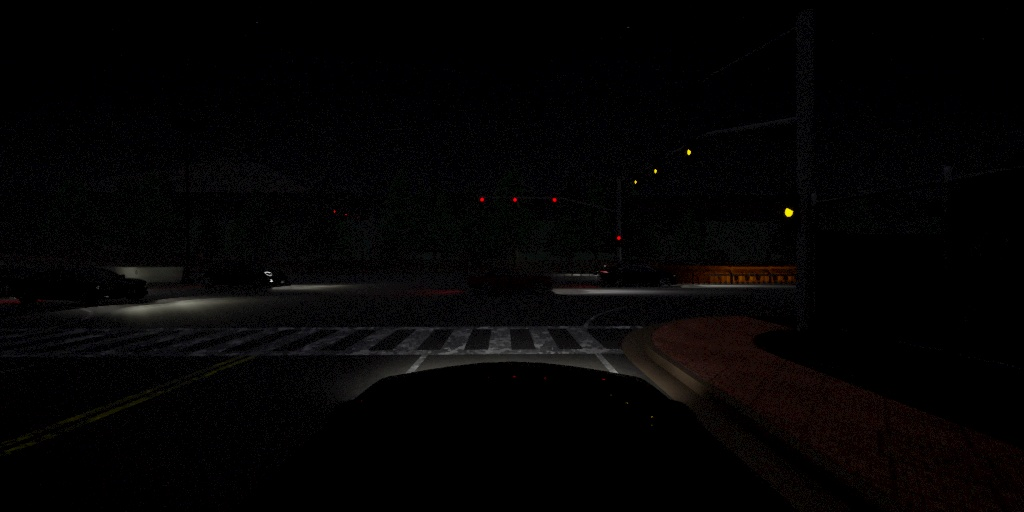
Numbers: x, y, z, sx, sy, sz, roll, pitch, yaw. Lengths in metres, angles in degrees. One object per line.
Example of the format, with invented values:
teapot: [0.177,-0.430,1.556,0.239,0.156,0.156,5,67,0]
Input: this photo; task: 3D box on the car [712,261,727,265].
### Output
car: [20.532,1.255,38.413,4.892,1.490,1.837,0,0,-2]

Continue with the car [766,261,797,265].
car: [22.960,1.351,31.485,4.718,1.301,1.895,0,0,-2]

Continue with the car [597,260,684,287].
car: [8.282,1.243,23.823,4.902,1.511,2.128,0,0,-2]

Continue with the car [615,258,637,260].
car: [11.415,1.102,38.128,4.553,1.767,2.097,0,0,-2]

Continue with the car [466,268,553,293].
car: [-0.102,1.351,20.060,4.718,1.301,1.895,0,0,-2]

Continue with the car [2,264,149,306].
car: [-18.362,1.227,15.381,5.008,1.535,1.882,0,0,9]

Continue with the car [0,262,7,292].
car: [-27.347,1.246,19.210,4.892,1.490,1.837,0,0,-2]

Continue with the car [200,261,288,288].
car: [-17.045,1.101,23.032,4.553,1.767,2.097,0,0,-2]

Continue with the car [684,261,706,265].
car: [13.705,1.255,31.196,4.892,1.490,1.837,0,0,-2]

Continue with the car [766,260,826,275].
car: [30.583,1.242,38.719,4.902,1.511,2.128,0,0,-2]

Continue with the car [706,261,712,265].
car: [16.349,1.276,34.779,4.674,1.442,1.812,0,0,-2]
